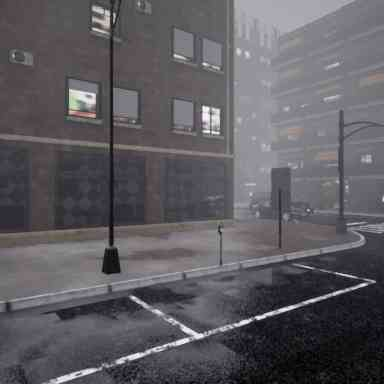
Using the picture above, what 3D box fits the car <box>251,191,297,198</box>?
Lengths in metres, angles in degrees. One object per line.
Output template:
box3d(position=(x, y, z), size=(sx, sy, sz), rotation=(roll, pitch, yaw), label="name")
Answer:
box3d(position=(7.170, 0.988, 27.322), size=(2.150, 2.045, 5.566), rotation=(0, 1, -36), label="car")

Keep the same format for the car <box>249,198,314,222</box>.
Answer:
box3d(position=(6.262, 1.342, 24.181), size=(2.008, 1.369, 4.403), rotation=(1, 0, -36), label="car")

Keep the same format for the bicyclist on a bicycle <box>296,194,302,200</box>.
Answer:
box3d(position=(11.522, 1.011, 36.196), size=(1.656, 1.620, 0.582), rotation=(0, 1, -36), label="bicyclist on a bicycle")
